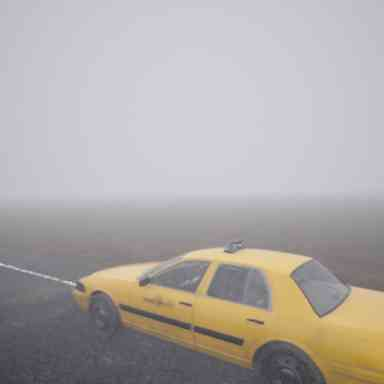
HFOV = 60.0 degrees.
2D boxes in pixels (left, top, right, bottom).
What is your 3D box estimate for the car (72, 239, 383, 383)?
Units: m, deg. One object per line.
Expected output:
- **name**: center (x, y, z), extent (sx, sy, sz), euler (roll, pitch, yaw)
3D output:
- **car**: center (0.394, 1.466, 4.879), extent (5.366, 1.575, 1.801), euler (0, 0, 36)
